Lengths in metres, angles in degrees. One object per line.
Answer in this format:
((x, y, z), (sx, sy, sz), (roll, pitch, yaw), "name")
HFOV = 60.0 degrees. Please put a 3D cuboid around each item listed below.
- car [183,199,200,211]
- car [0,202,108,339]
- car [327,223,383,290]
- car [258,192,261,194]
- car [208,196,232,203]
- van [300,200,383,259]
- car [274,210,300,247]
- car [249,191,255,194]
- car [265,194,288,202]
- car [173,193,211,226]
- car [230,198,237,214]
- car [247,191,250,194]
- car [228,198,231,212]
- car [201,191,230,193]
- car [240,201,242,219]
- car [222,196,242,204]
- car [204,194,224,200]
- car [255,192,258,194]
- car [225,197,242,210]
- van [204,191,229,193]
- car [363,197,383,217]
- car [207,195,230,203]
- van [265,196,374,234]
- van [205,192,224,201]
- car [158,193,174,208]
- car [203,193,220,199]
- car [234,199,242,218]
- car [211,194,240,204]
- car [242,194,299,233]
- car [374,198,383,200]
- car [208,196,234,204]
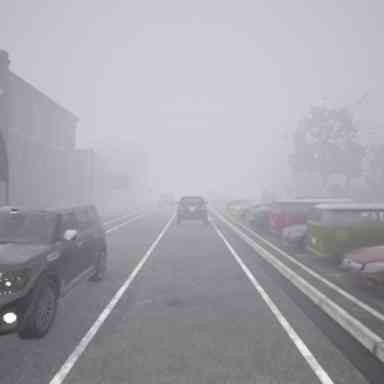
((-0.112, 1.614, 41.754), (1.994, 1.385, 4.181), (0, 0, 0), "car")
((-3.362, 1.274, 7.006), (2.150, 2.045, 5.566), (0, 0, 0), "car")
((6.057, 1.615, 7.956), (4.674, 1.452, 2.002), (0, -1, 0), "car")
((18.700, 1.121, 76.313), (5.566, 2.045, 2.435), (0, 0, 0), "car")
((5.638, 1.473, 67.769), (4.674, 1.452, 2.002), (0, 0, 0), "car")
((6.164, 1.359, 10.915), (4.442, 1.987, 1.878), (0, 0, 0), "van")
((6.044, 1.615, 13.621), (4.674, 1.452, 2.002), (0, 0, 0), "car")
((18.633, 1.148, 90.113), (4.553, 1.767, 2.185), (0, 0, 0), "car")
((18.655, 1.267, 73.404), (4.553, 1.767, 2.185), (0, 0, 0), "car")
((0.016, 1.300, 24.576), (2.150, 2.045, 5.566), (0, 0, 0), "car")
((6.192, 1.499, 27.749), (5.366, 1.575, 1.946), (0, 0, 0), "car")
((18.594, 1.254, 92.900), (4.892, 1.521, 2.231), (0, 0, 0), "car")
((6.003, 1.528, 30.575), (4.674, 1.452, 2.002), (0, 0, 0), "car")
((5.550, 1.103, 78.899), (5.566, 2.045, 2.435), (0, 0, 0), "car")
((6.026, 1.531, 22.098), (5.008, 1.535, 2.097), (0, 0, 0), "car")
((6.015, 1.488, 36.227), (4.792, 1.488, 2.163), (0, 0, 0), "car")
((5.544, 1.316, 84.467), (4.892, 1.521, 2.231), (0, 0, 0), "car")
((18.649, 1.334, 81.759), (5.008, 1.535, 2.097), (0, 0, 0), "car")
((5.996, 1.513, 33.400), (4.674, 1.452, 2.002), (0, 0, 0), "car")
((5.476, 1.147, 76.240), (4.442, 1.987, 1.878), (0, 0, 0), "van")
((18.548, 1.361, 30.640), (4.553, 1.767, 2.185), (0, 0, 0), "car")
((5.592, 1.442, 70.551), (4.792, 1.488, 2.163), (0, 0, 0), "car")
((6.151, 1.334, 16.445), (4.442, 1.987, 1.878), (0, 0, 0), "van")
((5.448, 1.109, 81.682), (4.442, 1.987, 1.878), (0, 0, 0), "van")
((-3.603, 1.238, 48.462), (2.150, 2.045, 5.566), (0, 0, 0), "car")
((5.476, 1.128, 92.817), (4.553, 1.767, 2.185), (0, 0, 0), "car")
((6.009, 1.516, 24.922), (5.008, 1.535, 2.097), (0, 0, 0), "car")
((5.692, 1.530, 59.561), (4.674, 1.452, 2.002), (1, 0, 0), "car")
((5.999, 1.294, 19.270), (5.566, 2.045, 2.435), (0, 0, 0), "car")
((18.580, 1.500, 27.941), (5.008, 1.535, 2.097), (0, 0, 0), "car")
((5.679, 1.482, 64.986), (4.792, 1.488, 2.163), (0, 0, 0), "car")
